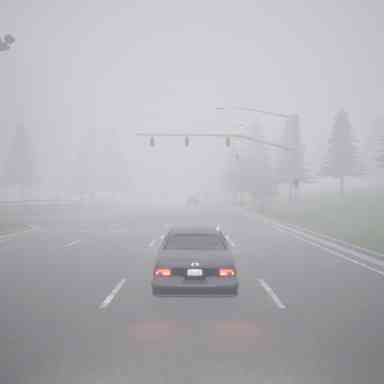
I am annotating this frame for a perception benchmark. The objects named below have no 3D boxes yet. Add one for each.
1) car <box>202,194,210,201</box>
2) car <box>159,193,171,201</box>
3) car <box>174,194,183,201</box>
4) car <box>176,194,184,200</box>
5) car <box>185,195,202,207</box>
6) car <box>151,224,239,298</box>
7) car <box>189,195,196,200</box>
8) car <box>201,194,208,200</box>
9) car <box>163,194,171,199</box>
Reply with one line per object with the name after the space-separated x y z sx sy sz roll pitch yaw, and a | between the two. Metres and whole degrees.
3.576 1.481 83.393 1.837 1.490 4.892 0 0 0 | car
-6.924 1.206 83.433 2.150 2.045 5.566 0 0 0 | car
-3.423 1.506 83.816 1.812 1.442 4.674 0 0 0 | car
-3.414 1.346 93.820 2.128 1.511 4.902 0 0 0 | car
0.046 1.345 52.754 2.097 1.767 4.553 0 0 0 | car
0.074 1.546 8.714 2.033 1.411 5.357 0 0 0 | car
0.086 1.528 94.230 2.033 1.411 5.357 0 0 0 | car
3.586 1.298 93.813 1.882 1.535 5.008 0 0 0 | car
-6.914 1.373 93.823 1.994 1.385 4.181 0 0 0 | car
